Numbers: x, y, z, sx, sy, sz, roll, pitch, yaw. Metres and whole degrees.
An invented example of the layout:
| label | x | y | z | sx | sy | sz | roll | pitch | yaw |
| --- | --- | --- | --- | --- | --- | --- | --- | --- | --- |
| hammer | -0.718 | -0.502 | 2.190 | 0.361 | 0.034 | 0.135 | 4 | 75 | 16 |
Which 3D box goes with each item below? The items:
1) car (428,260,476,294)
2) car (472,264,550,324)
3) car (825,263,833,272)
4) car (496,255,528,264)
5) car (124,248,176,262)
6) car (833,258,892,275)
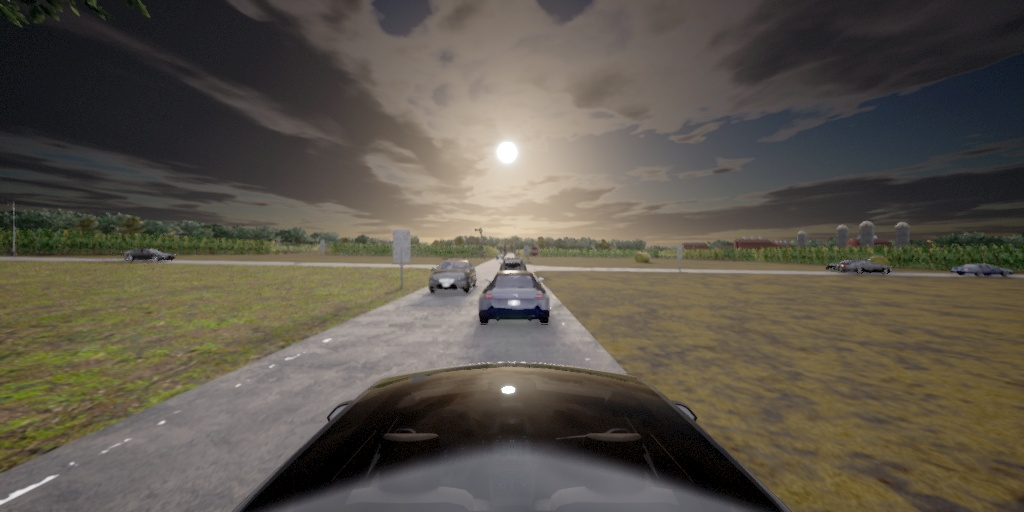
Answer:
| label | x | y | z | sx | sy | sz | roll | pitch | yaw |
| --- | --- | --- | --- | --- | --- | --- | --- | --- | --- |
| car | -2.832 | 0.948 | 17.944 | 2.128 | 1.511 | 4.902 | 0 | 1 | 0 |
| car | 0.075 | 1.136 | 11.210 | 1.994 | 1.385 | 4.181 | 0 | 1 | 1 |
| car | 41.168 | 1.137 | 43.845 | 4.553 | 1.767 | 2.097 | 1 | 1 | 0 |
| car | 0.075 | 0.835 | 25.837 | 1.837 | 1.490 | 4.892 | 0 | 1 | 0 |
| car | -41.368 | -0.107 | 41.011 | 4.892 | 1.490 | 1.837 | 1 | 1 | 0 |
| car | 40.504 | 1.321 | 41.030 | 4.902 | 1.511 | 2.128 | 1 | 1 | 0 |
